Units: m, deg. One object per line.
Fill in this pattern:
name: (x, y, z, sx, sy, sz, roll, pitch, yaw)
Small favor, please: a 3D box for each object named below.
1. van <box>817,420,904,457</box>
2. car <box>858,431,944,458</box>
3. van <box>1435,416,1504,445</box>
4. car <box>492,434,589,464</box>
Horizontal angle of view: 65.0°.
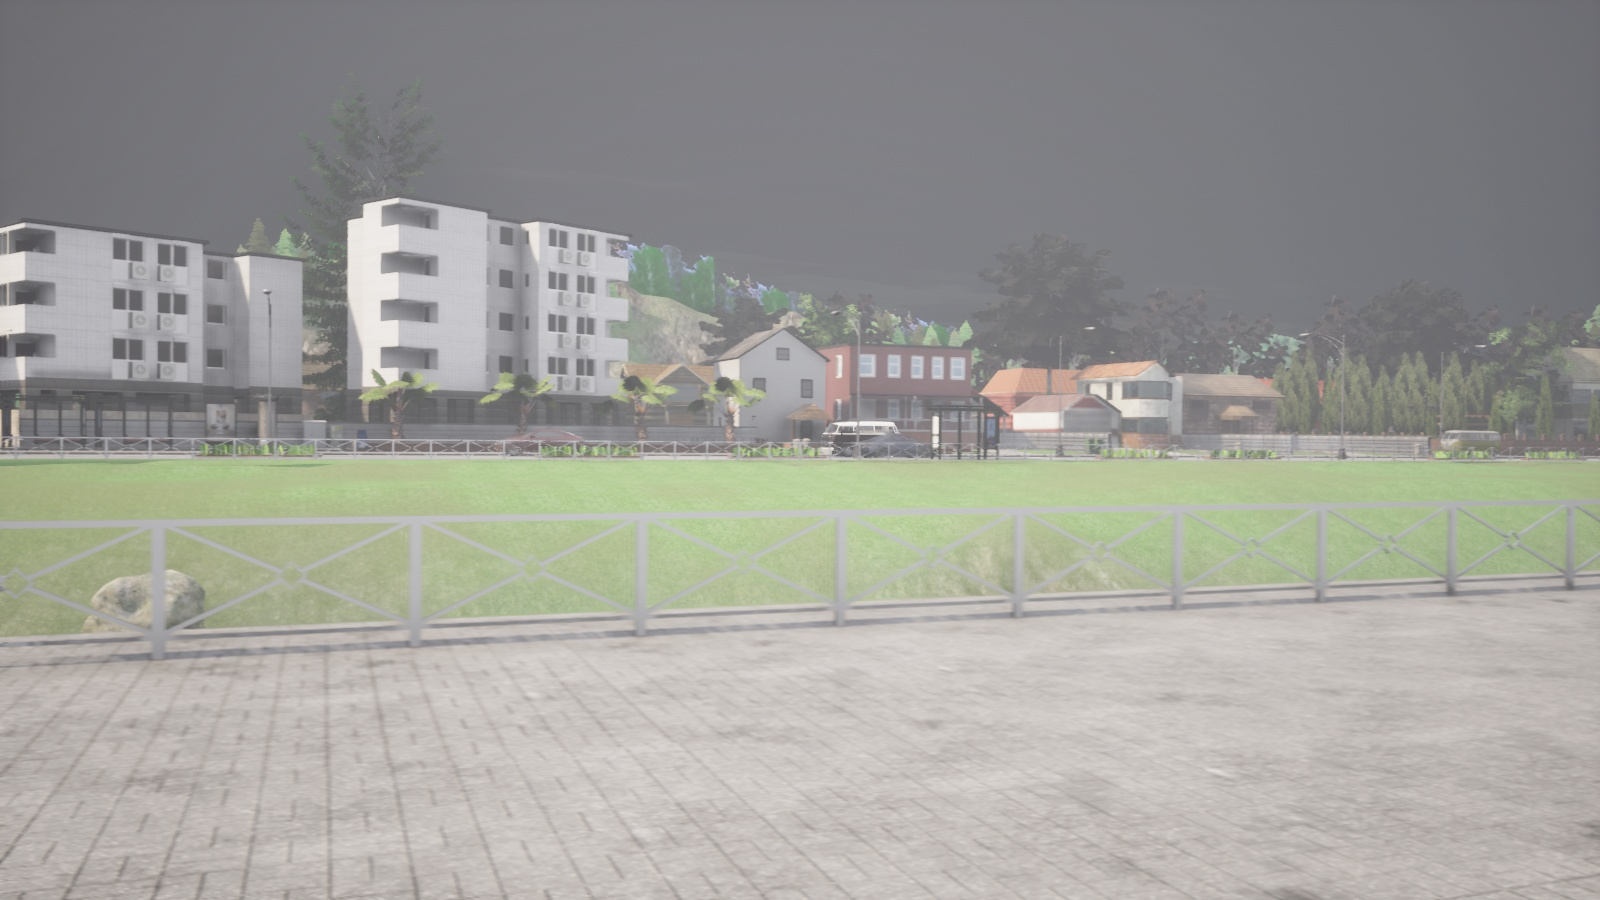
van: (3.423, -0.672, 71.077, 4.480, 2.038, 2.069, -1, 1, -21)
car: (5.433, -0.296, 67.565, 4.181, 1.385, 1.994, -1, 1, -21)
van: (46.648, -1.377, 87.477, 4.442, 1.987, 1.775, -1, 1, -21)
car: (-13.380, -0.084, 64.706, 4.674, 1.442, 1.812, -1, 1, -21)
